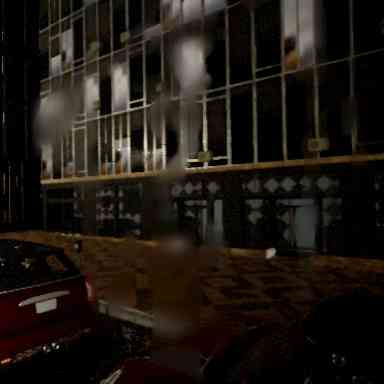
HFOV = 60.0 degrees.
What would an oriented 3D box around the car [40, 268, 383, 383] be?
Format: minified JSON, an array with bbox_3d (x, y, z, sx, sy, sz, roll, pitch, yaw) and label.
[{"bbox_3d":[1.124,1.441,2.092,4.097,1.590,1.967,0,-1,36],"label":"car"}]

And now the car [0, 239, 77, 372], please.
[{"bbox_3d":[-3.416,1.475,5.331,4.097,1.590,1.967,0,-1,36],"label":"car"}]
